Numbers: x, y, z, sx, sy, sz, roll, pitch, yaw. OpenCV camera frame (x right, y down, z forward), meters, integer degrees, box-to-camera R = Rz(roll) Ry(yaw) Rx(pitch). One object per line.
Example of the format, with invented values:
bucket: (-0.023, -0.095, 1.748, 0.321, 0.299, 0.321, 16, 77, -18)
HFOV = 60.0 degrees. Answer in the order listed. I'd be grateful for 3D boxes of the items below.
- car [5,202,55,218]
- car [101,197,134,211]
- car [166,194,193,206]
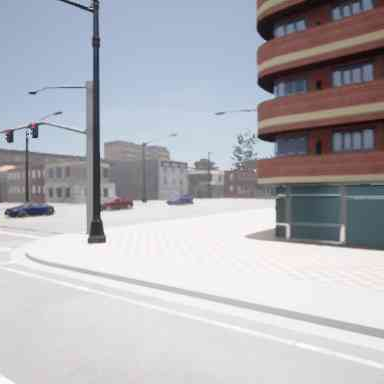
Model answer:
car: (-15.159, 1.636, 31.330, 1.994, 1.385, 4.181, -1, 0, 37)
car: (-9.156, 1.404, 39.402, 1.882, 1.535, 5.008, 0, 1, 36)
car: (-1.843, 1.060, 49.224, 2.097, 1.767, 4.553, 0, 1, 37)
